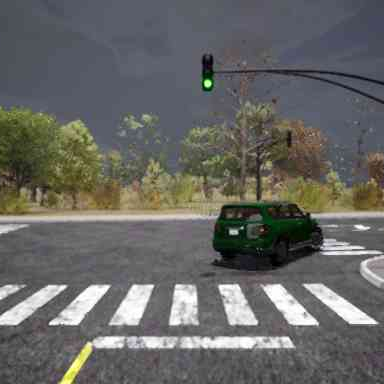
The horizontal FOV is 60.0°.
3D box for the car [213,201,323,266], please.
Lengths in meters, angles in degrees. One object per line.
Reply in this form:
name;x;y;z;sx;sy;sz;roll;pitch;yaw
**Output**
car;3.012;1.367;12.540;2.150;2.045;5.566;-3;-2;39
